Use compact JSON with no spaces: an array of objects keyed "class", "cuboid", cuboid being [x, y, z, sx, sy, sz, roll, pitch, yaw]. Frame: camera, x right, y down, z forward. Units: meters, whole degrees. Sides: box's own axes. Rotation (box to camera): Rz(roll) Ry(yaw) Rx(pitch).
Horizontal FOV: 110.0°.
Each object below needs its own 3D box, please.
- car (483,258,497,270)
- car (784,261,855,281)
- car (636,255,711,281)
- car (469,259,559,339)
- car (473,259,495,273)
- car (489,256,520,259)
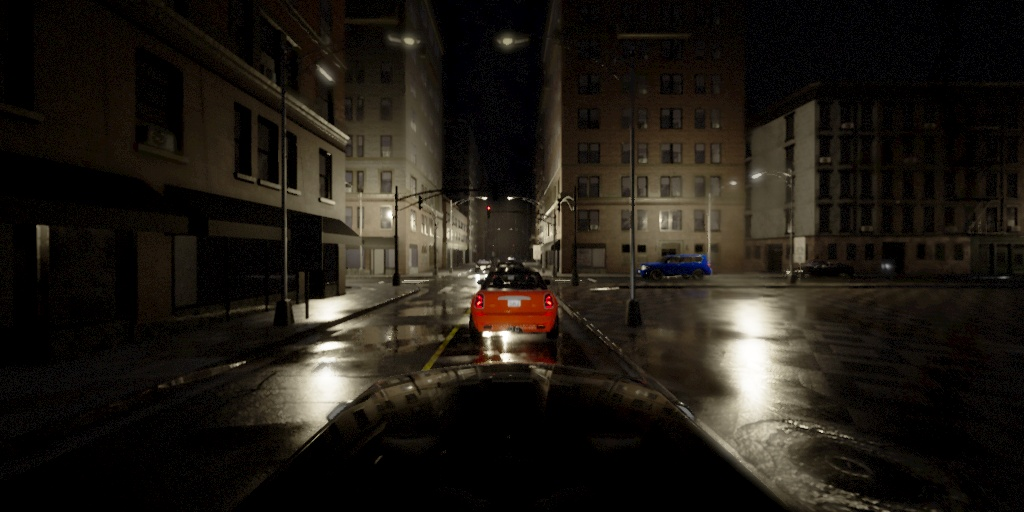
[{"class":"car","cuboid":[-3.190,1.124,52.632,1.837,1.490,4.892,0,1,0]},{"class":"car","cuboid":[24.728,1.178,28.965,4.902,1.511,2.128,0,0,-1]},{"class":"car","cuboid":[12.988,0.908,28.856,5.566,2.045,2.150,0,0,-1]},{"class":"car","cuboid":[0.055,1.081,10.189,2.097,1.767,4.553,0,0,0]},{"class":"car","cuboid":[-3.184,1.141,41.508,2.128,1.511,4.902,0,0,0]},{"class":"car","cuboid":[-0.166,1.058,19.110,2.097,1.767,4.553,0,0,-3]}]
